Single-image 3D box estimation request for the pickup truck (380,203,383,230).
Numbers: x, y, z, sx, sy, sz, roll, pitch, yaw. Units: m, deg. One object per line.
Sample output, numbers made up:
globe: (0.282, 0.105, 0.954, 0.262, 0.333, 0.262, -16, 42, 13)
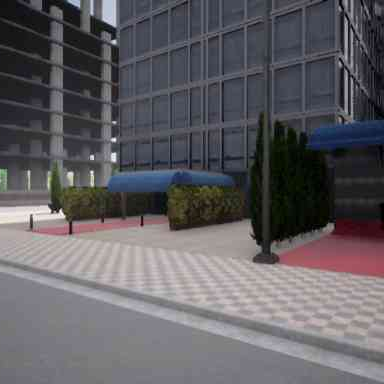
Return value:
pickup truck: (8.878, 1.015, 9.355, 2.390, 2.098, 6.274, 0, 0, -24)
